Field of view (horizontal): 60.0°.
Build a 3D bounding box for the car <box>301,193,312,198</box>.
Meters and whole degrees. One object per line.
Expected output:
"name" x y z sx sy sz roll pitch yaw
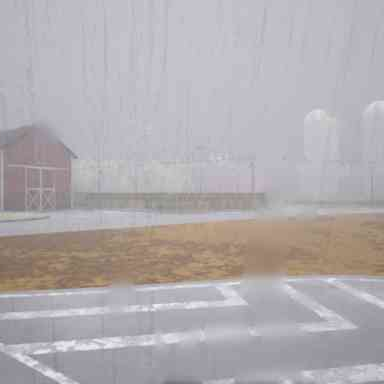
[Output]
"car" 30.011 1.642 86.888 2.242 1.667 4.611 0 0 35
